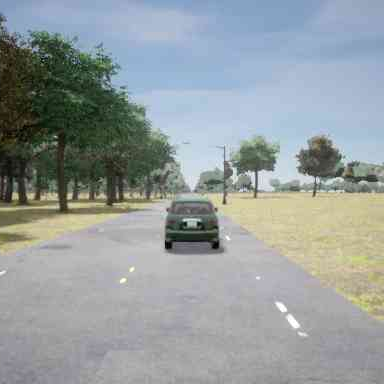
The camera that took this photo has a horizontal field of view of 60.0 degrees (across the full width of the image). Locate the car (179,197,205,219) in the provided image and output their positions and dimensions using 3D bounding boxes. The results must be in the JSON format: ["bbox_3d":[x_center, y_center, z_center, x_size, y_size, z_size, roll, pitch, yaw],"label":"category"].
[{"bbox_3d":[0.000,1.378,29.624,2.097,1.767,4.553,0,0,0],"label":"car"}]

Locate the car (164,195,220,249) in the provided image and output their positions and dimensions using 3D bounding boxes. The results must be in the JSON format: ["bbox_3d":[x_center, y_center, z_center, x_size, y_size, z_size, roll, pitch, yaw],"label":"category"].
[{"bbox_3d":[0.000,1.264,14.682,2.150,2.045,5.566,0,0,0],"label":"car"}]

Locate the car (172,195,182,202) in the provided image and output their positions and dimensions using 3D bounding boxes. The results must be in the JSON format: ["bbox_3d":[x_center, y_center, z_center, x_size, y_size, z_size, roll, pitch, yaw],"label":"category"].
[{"bbox_3d":[-3.500,1.487,75.995,2.033,1.411,5.357,0,0,0],"label":"car"}]
